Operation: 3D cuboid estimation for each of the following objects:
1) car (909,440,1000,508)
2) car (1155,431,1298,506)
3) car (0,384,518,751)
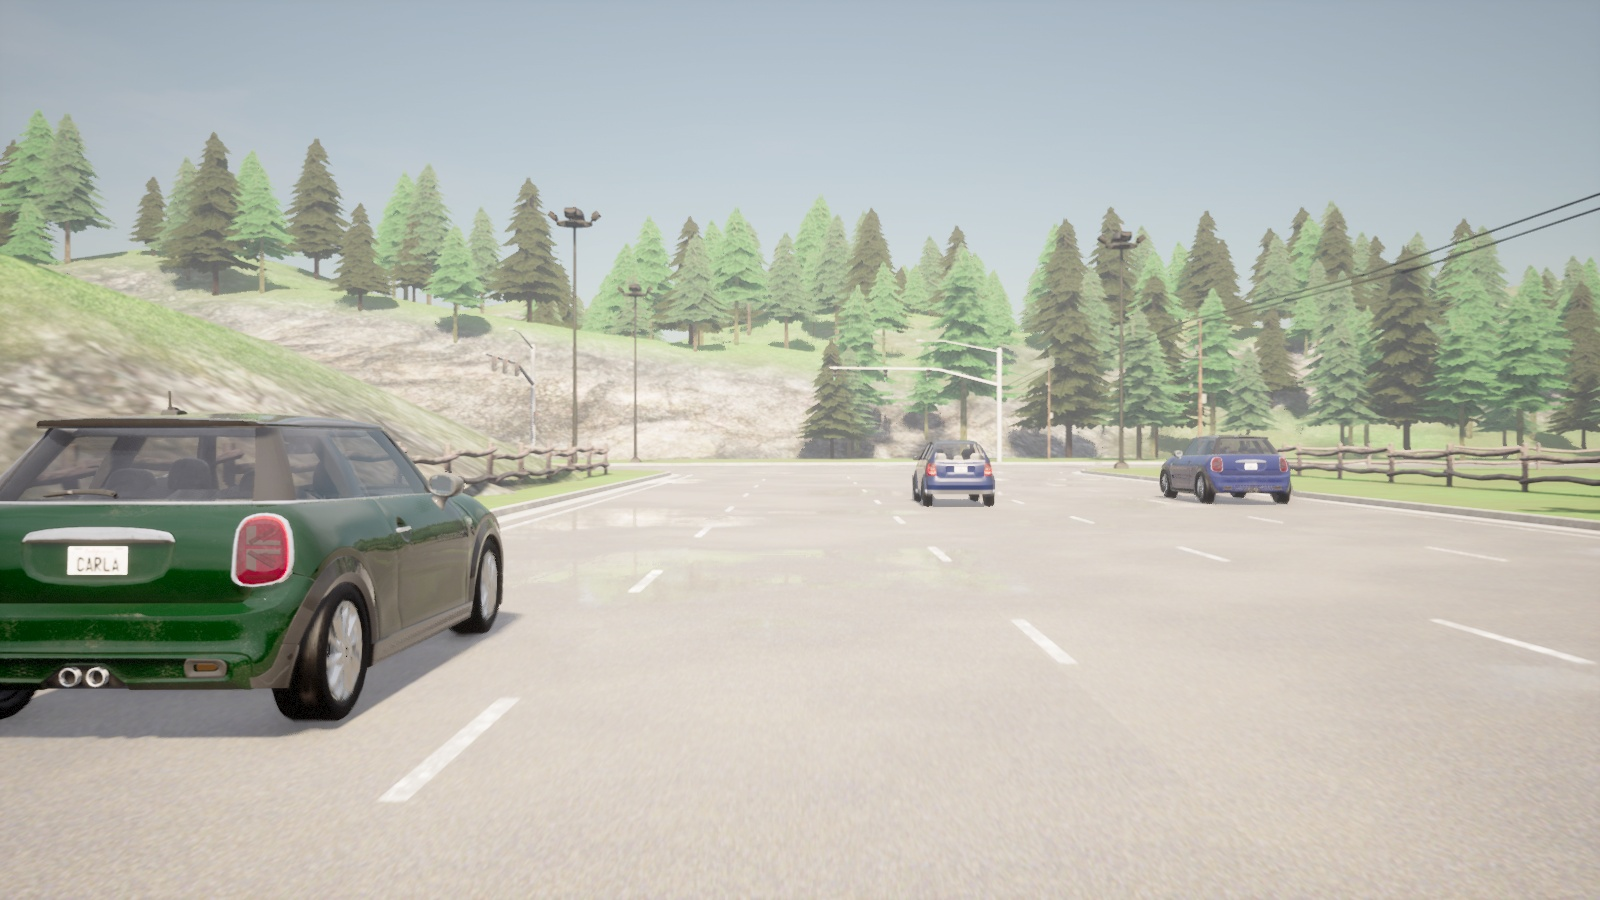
[{"bbox_3d":[3.689,0.542,30.561,1.789,1.549,3.705,0,0,0],"label":"car"},{"bbox_3d":[10.697,0.419,31.893,2.097,1.767,4.553,0,0,0],"label":"car"},{"bbox_3d":[-3.437,0.551,8.322,2.097,1.767,4.553,0,0,0],"label":"car"}]
